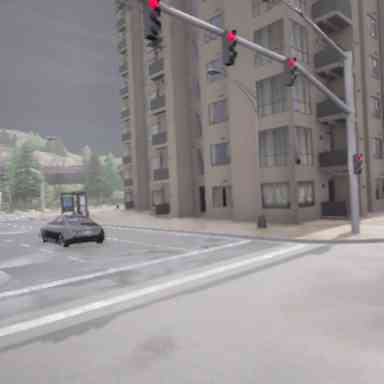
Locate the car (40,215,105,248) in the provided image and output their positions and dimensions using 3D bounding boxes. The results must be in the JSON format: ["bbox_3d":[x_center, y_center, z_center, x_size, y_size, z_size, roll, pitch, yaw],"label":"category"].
[{"bbox_3d":[-5.977,1.849,16.396,1.994,1.385,4.181,-2,0,-41],"label":"car"}]
